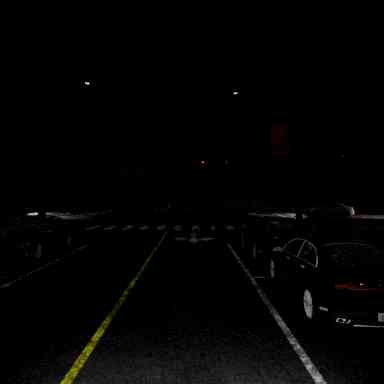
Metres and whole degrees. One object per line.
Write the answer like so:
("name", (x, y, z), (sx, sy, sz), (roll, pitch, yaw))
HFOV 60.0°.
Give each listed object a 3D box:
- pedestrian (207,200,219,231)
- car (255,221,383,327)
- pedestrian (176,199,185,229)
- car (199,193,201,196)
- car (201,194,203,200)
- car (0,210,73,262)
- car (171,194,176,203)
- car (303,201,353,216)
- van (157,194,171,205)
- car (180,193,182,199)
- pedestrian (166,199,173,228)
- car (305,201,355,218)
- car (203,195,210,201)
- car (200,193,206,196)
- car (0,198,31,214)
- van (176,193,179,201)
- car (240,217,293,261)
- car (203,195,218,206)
("pedestrian", (1.186, 1.297, 19.198), (0.375, 1.860, 0.375), (0, 0, 0))
("car", (2.799, 1.551, 6.924), (2.008, 1.369, 4.403), (0, 0, 0))
("pedestrian", (-0.639, 1.297, 19.814), (0.375, 1.860, 0.375), (0, 0, 0))
("car", (3.788, 1.478, 92.685), (1.967, 1.590, 4.097), (0, 0, 1))
("car", (3.393, 1.572, 65.123), (2.008, 1.369, 4.403), (0, 0, 1))
("car", (-5.700, 1.552, 11.964), (2.008, 1.369, 4.403), (0, 0, 0))
("car", (-5.052, 1.591, 70.754), (1.947, 1.339, 4.313), (0, 0, 1))
("car", (15.150, 1.822, 37.224), (4.892, 1.490, 1.837), (1, 0, 0))
("van", (-5.210, 1.360, 59.730), (1.690, 1.788, 3.998), (0, 0, 1))
("car", (-4.736, 1.353, 92.802), (2.192, 1.841, 5.009), (0, 0, 1))
("pedestrian", (-1.385, 1.297, 20.415), (0.375, 1.860, 0.375), (0, 0, 0))
("car", (14.071, 1.817, 33.964), (4.674, 1.442, 1.812), (1, 0, 1))
("car", (3.711, 1.560, 87.343), (1.752, 1.417, 4.829), (0, 0, 1))
("car", (3.472, 1.340, 70.635), (2.192, 1.841, 5.009), (0, 0, 1))
("car", (-16.479, 1.219, 27.529), (4.902, 1.511, 2.128), (1, 0, 1))
("van", (-4.894, 1.372, 81.778), (1.690, 1.788, 3.998), (0, 0, 1))
("car", (2.825, 1.552, 11.916), (2.008, 1.369, 4.403), (0, 0, 0))
("car", (3.235, 1.567, 54.098), (2.008, 1.369, 4.403), (0, 0, 1))
